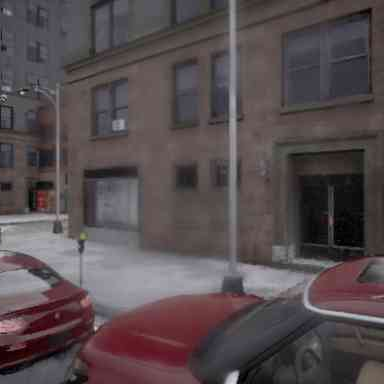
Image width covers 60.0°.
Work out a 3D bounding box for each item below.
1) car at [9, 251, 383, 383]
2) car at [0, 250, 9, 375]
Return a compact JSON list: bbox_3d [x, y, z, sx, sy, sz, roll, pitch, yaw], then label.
[{"bbox_3d":[1.373,1.315,1.833,5.009,1.841,2.192,0,0,36],"label":"car"},{"bbox_3d":[-3.250,1.582,5.132,4.206,1.307,1.802,0,0,36],"label":"car"}]
